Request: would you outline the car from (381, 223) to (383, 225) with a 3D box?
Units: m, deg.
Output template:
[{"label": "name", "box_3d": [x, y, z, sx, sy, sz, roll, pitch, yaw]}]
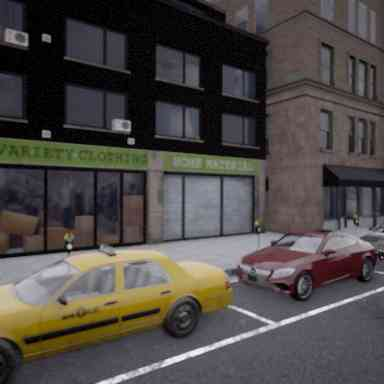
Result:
[{"label": "car", "box_3d": [7.408, 1.602, 11.460, 4.403, 1.369, 2.008, 0, 0, -35]}]

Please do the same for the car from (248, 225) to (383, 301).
[{"label": "car", "box_3d": [2.998, 1.612, 8.321, 4.206, 1.307, 1.802, 0, 0, -35]}]

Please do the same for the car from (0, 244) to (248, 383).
[{"label": "car", "box_3d": [-1.550, 1.532, 5.084, 4.829, 1.417, 1.752, 0, 0, -35]}]
